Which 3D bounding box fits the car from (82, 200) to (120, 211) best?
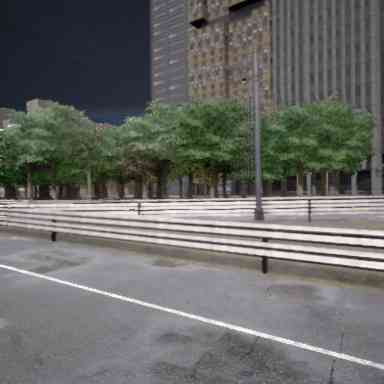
[{"bbox_3d":[-7.425,1.253,26.233,4.674,1.442,1.812,-1,0,9],"label":"car"}]
